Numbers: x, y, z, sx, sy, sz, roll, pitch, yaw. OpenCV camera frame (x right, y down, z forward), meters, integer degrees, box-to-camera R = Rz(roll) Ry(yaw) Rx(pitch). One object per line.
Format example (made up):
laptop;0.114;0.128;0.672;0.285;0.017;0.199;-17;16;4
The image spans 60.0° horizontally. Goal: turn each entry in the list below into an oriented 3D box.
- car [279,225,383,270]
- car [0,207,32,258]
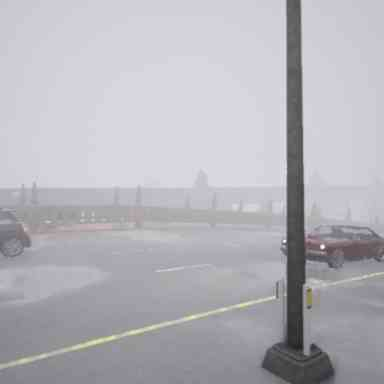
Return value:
car;5.360;1.870;12.113;4.718;1.301;1.895;3;-2;-35
car;-7.984;1.352;11.192;4.553;1.767;2.097;0;0;-35
